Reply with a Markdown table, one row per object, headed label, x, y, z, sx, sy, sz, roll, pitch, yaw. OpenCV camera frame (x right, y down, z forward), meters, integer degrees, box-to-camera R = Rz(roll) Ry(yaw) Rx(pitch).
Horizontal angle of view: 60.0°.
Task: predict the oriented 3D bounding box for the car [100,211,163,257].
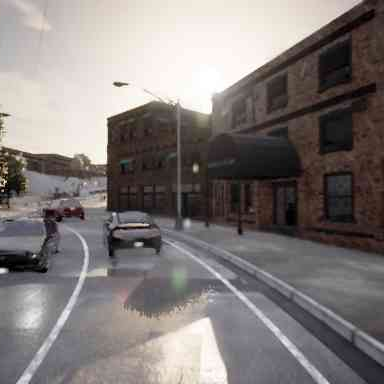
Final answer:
| label | x | y | z | sx | sy | sz | roll | pitch | yaw |
| --- | --- | --- | --- | --- | --- | --- | --- | --- | --- |
| car | -2.455 | 1.474 | 12.986 | 2.128 | 1.511 | 4.902 | 0 | 0 | -18 |

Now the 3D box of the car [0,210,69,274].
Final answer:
| label | x | y | z | sx | sy | sz | roll | pitch | yaw |
| --- | --- | --- | --- | --- | --- | --- | --- | --- | --- |
| car | -5.345 | 1.538 | 10.659 | 2.033 | 1.411 | 5.357 | 0 | 0 | -16 |

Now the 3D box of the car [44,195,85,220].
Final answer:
| label | x | y | z | sx | sy | sz | roll | pitch | yaw |
| --- | --- | --- | --- | --- | --- | --- | --- | --- | --- |
| car | -10.553 | 1.339 | 27.253 | 2.097 | 1.767 | 4.553 | 0 | -1 | -39 |
